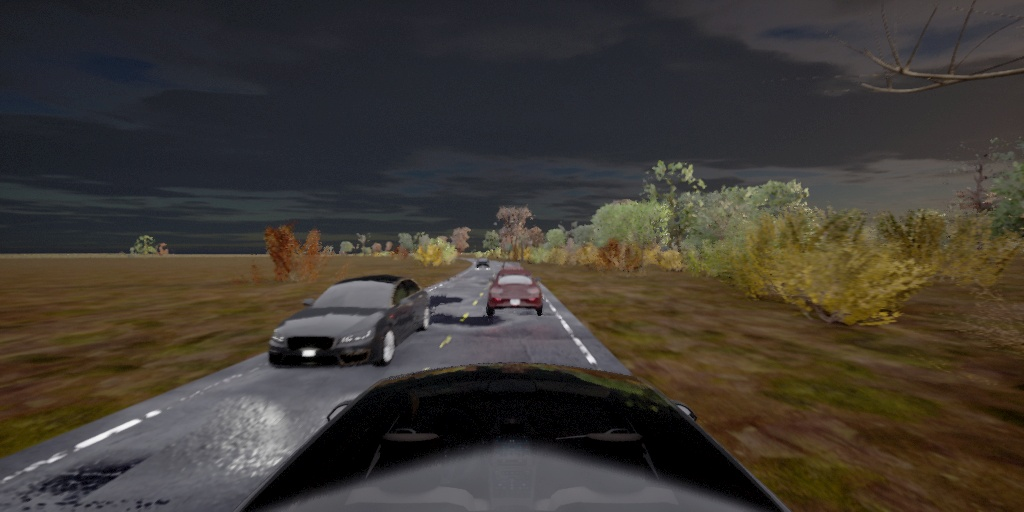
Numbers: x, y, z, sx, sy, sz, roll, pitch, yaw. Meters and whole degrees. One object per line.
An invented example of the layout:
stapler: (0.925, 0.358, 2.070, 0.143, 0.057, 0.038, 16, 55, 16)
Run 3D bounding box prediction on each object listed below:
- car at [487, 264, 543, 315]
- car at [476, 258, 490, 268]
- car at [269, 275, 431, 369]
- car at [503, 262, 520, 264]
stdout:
car: (0.098, 1.201, 13.124, 1.812, 1.442, 4.674, 0, 0, 0)
car: (-4.082, 0.982, 50.695, 2.033, 1.411, 5.357, 0, 0, -3)
car: (-3.102, 1.214, 7.896, 1.837, 1.490, 4.892, 0, 0, 0)
car: (-0.056, 1.161, 30.629, 1.895, 1.301, 4.718, 0, 0, -1)
